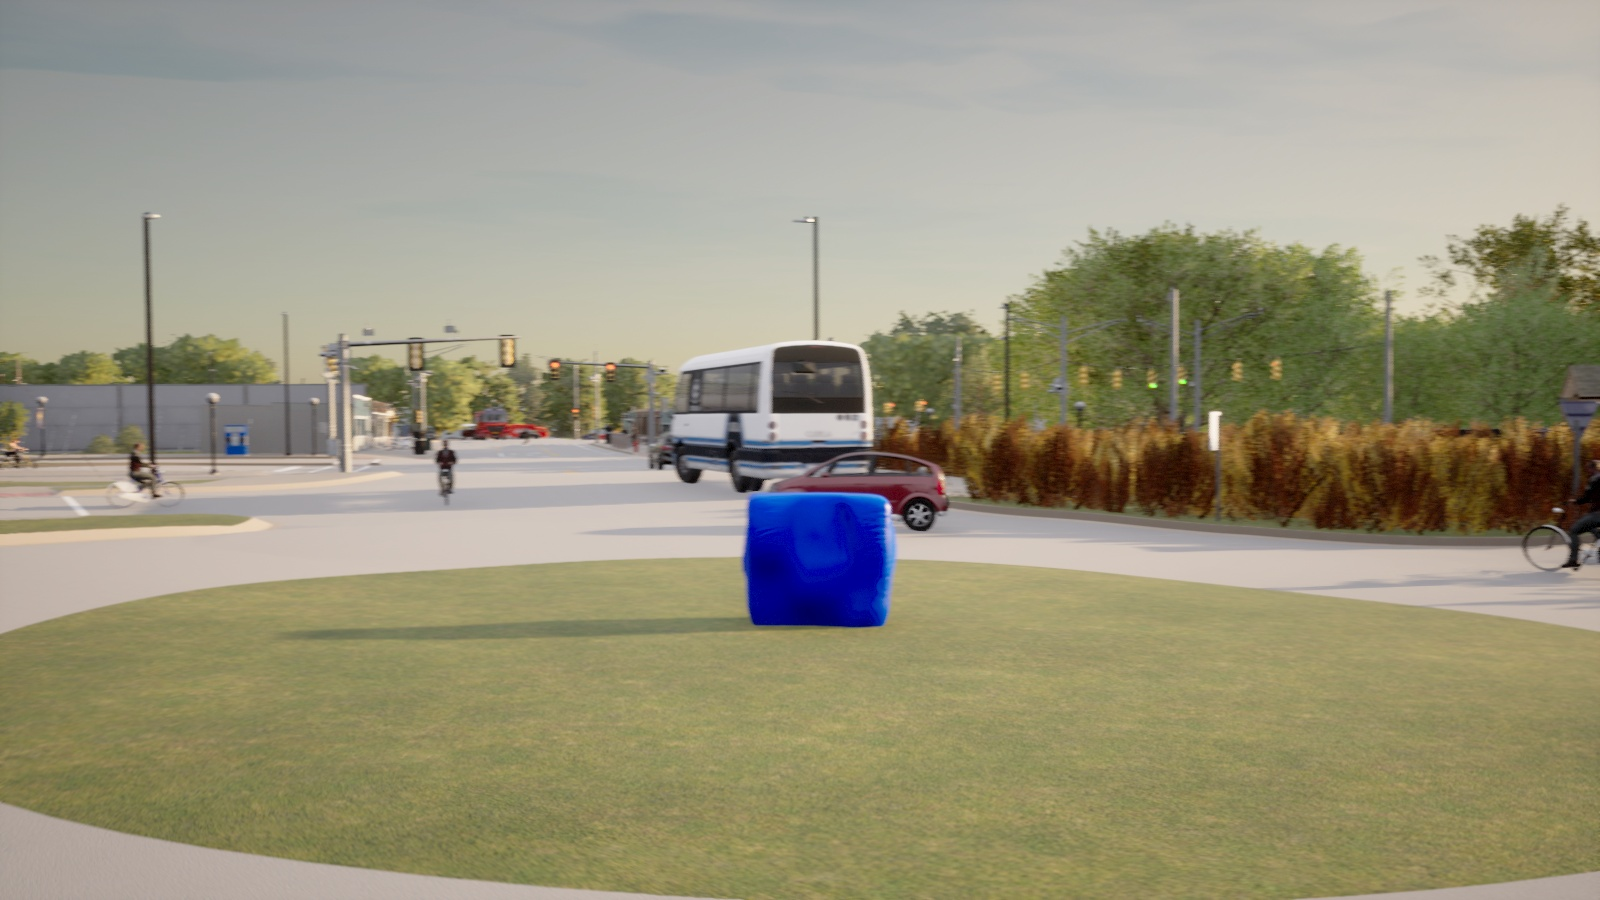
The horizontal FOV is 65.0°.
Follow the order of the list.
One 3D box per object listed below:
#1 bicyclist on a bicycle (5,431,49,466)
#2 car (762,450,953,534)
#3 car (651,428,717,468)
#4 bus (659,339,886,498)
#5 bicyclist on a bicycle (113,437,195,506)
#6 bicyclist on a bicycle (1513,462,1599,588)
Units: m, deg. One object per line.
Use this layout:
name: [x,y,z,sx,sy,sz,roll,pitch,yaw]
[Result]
bicyclist on a bicycle: [-36.079,-0.073,58.635,1.509,1.612,0.866,-1,1,-14]
car: [1.183,0.821,25.369,3.705,1.549,1.789,1,1,5]
car: [-5.199,-0.094,55.770,2.242,1.667,4.611,0,0,-13]
bus: [-1.239,-0.990,39.108,3.944,4.253,10.273,0,2,-20]
bicyclist on a bicycle: [-17.225,0.547,33.495,1.843,1.776,0.659,-1,2,-39]
bicyclist on a bicycle: [11.789,1.110,18.830,0.659,1.776,1.843,-1,2,-26]
